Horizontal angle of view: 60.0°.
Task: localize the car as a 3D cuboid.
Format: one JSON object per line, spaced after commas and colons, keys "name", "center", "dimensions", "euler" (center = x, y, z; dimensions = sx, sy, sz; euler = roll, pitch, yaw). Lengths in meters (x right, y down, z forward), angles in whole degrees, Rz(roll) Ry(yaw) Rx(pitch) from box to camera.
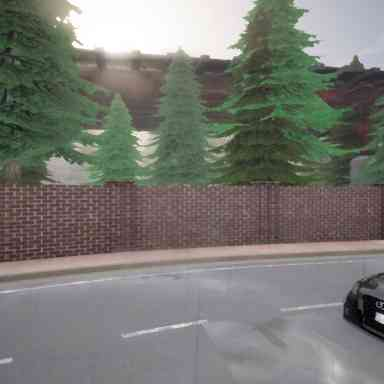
{"name": "car", "center": [4.534, 1.564, 5.129], "dimensions": [4.181, 1.385, 1.994], "euler": [0, 0, -17]}
